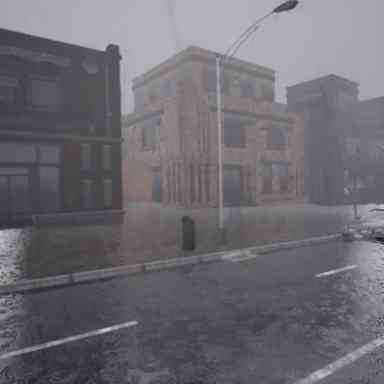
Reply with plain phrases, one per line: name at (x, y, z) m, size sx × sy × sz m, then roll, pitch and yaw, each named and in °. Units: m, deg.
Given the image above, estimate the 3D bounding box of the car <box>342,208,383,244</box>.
car at (8.338, 1.434, 14.280) m, size 4.674 × 1.442 × 1.812 m, roll -1°, pitch 0°, yaw -36°
